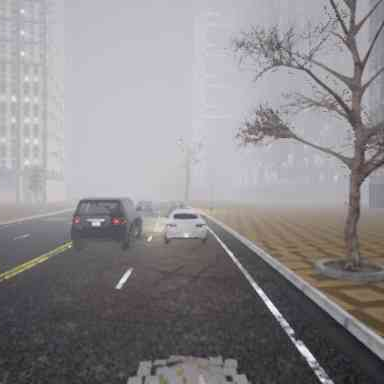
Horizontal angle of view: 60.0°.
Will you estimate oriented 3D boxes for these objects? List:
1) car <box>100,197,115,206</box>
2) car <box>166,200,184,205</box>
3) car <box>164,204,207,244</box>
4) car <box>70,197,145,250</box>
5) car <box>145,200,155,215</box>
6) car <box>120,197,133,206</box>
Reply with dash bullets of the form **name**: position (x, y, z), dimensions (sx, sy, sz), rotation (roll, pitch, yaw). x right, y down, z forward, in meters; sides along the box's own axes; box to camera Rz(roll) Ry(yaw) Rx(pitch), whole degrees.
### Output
- **car**: position (-14.410, 1.564, 56.799), dimensions (2.033, 1.411, 5.357), rotation (0, 0, -9)
- **car**: position (-1.585, 1.546, 34.006), dimensions (2.033, 1.411, 5.357), rotation (0, 0, -5)
- **car**: position (-0.327, 1.523, 15.799), dimensions (1.812, 1.442, 4.674), rotation (0, 0, -2)
- **car**: position (-3.510, 1.222, 14.486), dimensions (2.150, 2.045, 5.566), rotation (0, 0, -2)
- **car**: position (-4.898, 1.549, 34.504), dimensions (2.033, 1.411, 5.357), rotation (0, 0, -6)
- **car**: position (-11.103, 1.577, 56.618), dimensions (1.994, 1.385, 4.181), rotation (0, 0, -8)
